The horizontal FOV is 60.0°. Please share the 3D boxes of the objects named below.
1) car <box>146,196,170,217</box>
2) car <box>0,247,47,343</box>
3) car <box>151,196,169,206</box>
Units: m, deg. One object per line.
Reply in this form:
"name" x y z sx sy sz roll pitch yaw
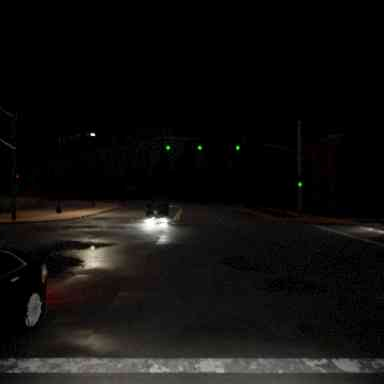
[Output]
"car" -3.056 1.449 30.247 2.128 1.511 4.902 0 0 0
"car" -3.462 1.508 3.965 1.837 1.490 4.892 0 0 1
"car" -5.325 1.442 54.626 2.033 1.411 5.357 0 0 -16
